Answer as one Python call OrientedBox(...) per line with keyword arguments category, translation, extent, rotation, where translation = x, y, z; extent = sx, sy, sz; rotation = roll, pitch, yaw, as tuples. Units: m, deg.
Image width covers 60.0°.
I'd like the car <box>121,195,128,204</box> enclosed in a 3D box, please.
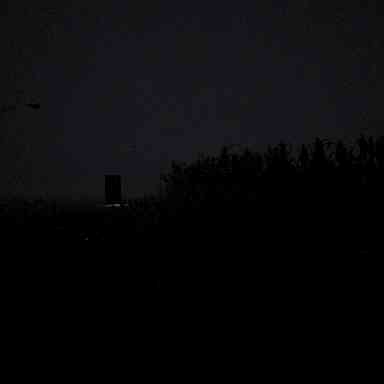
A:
OrientedBox(category="car", translation=(-11.229, 1.160, 52.393), extent=(2.033, 1.411, 5.357), rotation=(-1, 1, -4))
